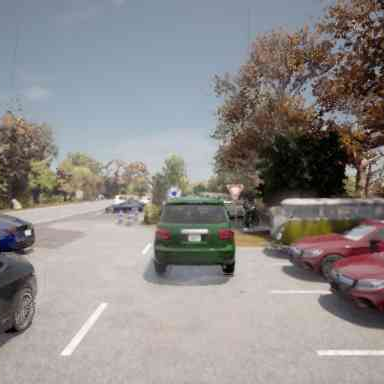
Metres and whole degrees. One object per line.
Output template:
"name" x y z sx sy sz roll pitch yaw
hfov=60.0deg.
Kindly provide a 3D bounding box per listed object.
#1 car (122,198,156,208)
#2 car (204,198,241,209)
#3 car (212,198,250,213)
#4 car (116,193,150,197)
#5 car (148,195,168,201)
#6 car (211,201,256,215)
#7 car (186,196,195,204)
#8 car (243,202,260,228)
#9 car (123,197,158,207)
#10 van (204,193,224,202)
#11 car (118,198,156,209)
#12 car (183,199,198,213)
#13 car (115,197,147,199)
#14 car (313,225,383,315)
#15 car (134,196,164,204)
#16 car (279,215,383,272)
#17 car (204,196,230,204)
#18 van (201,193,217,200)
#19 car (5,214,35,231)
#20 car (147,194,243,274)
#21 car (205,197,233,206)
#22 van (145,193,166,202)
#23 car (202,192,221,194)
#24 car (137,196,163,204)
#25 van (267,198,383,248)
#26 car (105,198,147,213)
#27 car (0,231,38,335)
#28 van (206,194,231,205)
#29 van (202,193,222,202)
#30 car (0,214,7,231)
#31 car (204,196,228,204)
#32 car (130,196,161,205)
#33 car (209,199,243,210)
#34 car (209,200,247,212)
"car" -8.329 1.692 52.562 4.892 1.521 2.231 0 1 0
"car" 4.561 1.724 49.777 5.366 1.575 1.946 0 1 0
"car" 4.784 1.709 41.590 4.553 1.767 2.185 0 1 0
"car" -8.303 1.513 47.006 5.566 2.045 2.435 0 1 0
"car" -8.389 1.475 83.088 4.792 1.488 2.163 0 0 0
"car" 4.750 1.871 38.821 5.008 1.535 2.097 0 1 0
"car" -0.298 1.566 65.242 1.837 1.490 4.892 0 1 0
"car" 3.426 1.492 23.487 2.097 1.767 4.553 -1 -1 22
"car" -8.523 1.651 55.337 5.366 1.575 1.946 0 1 0
"van" 4.843 1.257 74.696 4.442 1.987 1.878 0 0 0
"car" -8.148 1.724 49.785 5.366 1.575 1.946 0 1 0
"car" -0.208 1.795 44.431 1.882 1.535 5.008 0 1 0
"car" -8.324 1.800 44.233 5.008 1.535 2.097 0 1 0
"car" 5.043 1.514 6.265 4.674 1.452 2.002 0 0 0
"car" -8.159 1.550 63.663 5.366 1.575 1.946 0 1 0
"car" 5.043 1.498 9.050 4.674 1.452 2.002 0 0 0
"car" 4.764 1.581 63.750 4.792 1.488 2.163 0 1 0
"van" 4.828 1.170 94.213 4.442 1.987 1.878 0 0 0
"car" -8.069 1.473 11.641 4.792 1.488 2.163 0 0 0
"car" 0.071 1.189 10.603 2.150 2.045 5.566 0 0 0
"car" 4.711 1.648 58.085 4.792 1.488 2.163 0 1 0
"van" -8.237 1.257 74.758 4.442 1.987 1.878 0 0 0
"car" 4.771 1.403 55.313 5.566 2.045 2.435 0 1 0
"car" -8.353 1.529 66.430 4.892 1.521 2.231 0 1 0
"van" 4.914 1.219 11.722 4.442 1.987 1.878 -1 0 0
"car" -8.356 1.867 41.458 4.792 1.488 2.163 0 1 0
"car" -3.582 1.527 4.047 1.812 1.442 4.674 0 0 0
"van" 4.854 1.357 60.976 4.442 1.987 1.878 0 1 0
"van" 4.608 1.244 77.466 4.442 1.987 1.878 0 0 0
"car" -8.010 1.489 8.857 4.792 1.488 2.163 0 0 0
"car" 4.762 1.558 66.389 4.792 1.488 2.163 0 0 0
"car" -8.528 1.579 61.010 5.366 1.575 1.946 0 1 0
"car" 4.746 1.804 47.008 4.674 1.452 2.002 0 1 0
"car" 4.721 1.830 44.237 4.792 1.488 2.163 0 1 0
